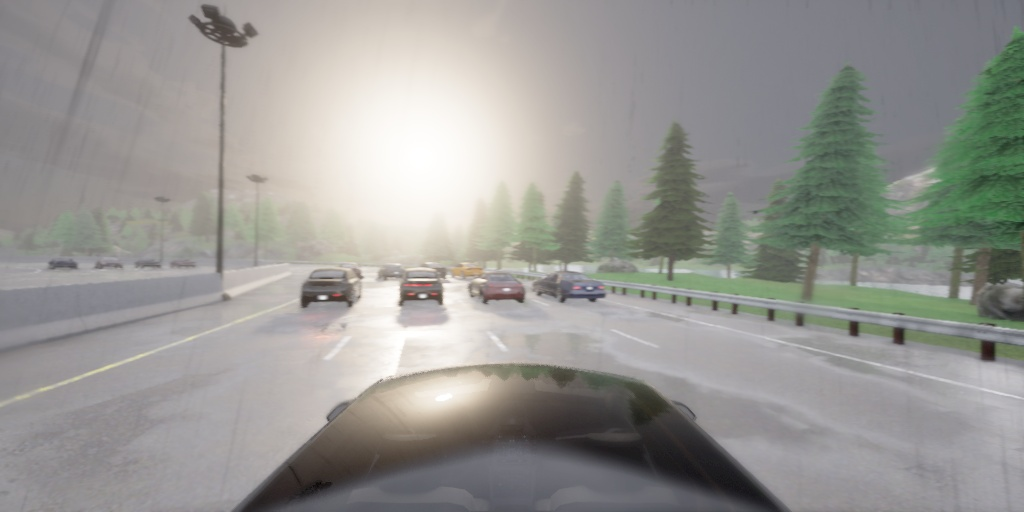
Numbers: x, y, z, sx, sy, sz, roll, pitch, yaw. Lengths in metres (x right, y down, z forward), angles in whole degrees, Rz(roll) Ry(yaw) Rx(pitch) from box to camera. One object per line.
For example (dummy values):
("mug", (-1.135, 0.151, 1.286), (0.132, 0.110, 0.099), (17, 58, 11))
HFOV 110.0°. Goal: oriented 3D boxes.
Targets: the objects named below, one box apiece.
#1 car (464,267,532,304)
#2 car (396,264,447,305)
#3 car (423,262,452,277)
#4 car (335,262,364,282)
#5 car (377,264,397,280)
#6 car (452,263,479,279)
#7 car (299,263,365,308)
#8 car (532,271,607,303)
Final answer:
("car", (-0.824, 1.411, 17.253), (1.994, 1.385, 4.181), (1, 0, -17))
("car", (-4.175, 1.297, 16.251), (1.837, 1.490, 4.892), (1, 0, -17))
("car", (-7.606, 1.337, 33.496), (1.882, 1.535, 5.008), (1, 0, -29))
("car", (-13.739, 1.271, 30.130), (1.812, 1.442, 4.674), (1, 0, -29))
("car", (-10.607, 1.367, 31.699), (1.994, 1.385, 4.181), (1, 0, -29))
("car", (-4.517, 1.395, 35.144), (1.882, 1.535, 5.008), (1, 0, -29))
("car", (-7.528, 1.241, 15.250), (1.837, 1.490, 4.892), (1, 0, -17))
("car", (2.638, 1.450, 17.943), (2.033, 1.411, 5.357), (1, 0, -17))
